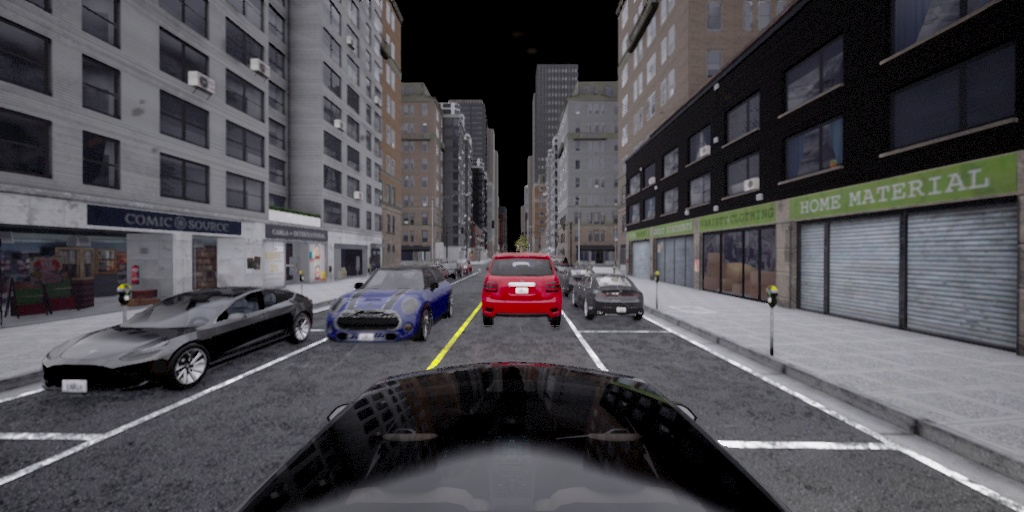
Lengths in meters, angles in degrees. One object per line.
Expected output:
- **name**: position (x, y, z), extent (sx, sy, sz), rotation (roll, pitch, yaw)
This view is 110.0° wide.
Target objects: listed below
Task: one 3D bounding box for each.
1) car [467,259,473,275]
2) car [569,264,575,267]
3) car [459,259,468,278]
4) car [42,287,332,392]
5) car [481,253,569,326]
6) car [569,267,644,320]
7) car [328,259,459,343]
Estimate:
- **car**: position (-4.915, 0.991, 34.409), extent (1.967, 1.591, 4.097), rotation (0, 0, 1)
- **car**: position (3.212, 1.205, 17.644), extent (2.007, 1.370, 4.403), rotation (0, 0, 1)
- **car**: position (-5.047, 1.150, 28.885), extent (1.948, 1.339, 4.313), rotation (0, 0, 1)
- **car**: position (-5.575, 1.284, 6.792), extent (1.948, 1.339, 4.313), rotation (0, 0, 1)
- **car**: position (0.303, 0.914, 11.496), extent (2.150, 2.045, 5.566), rotation (0, 1, 1)
- **car**: position (3.080, 1.238, 12.122), extent (2.007, 1.370, 4.403), rotation (0, 0, 1)
- **car**: position (-2.939, 1.053, 9.600), extent (2.097, 1.767, 4.553), rotation (0, 0, 1)
